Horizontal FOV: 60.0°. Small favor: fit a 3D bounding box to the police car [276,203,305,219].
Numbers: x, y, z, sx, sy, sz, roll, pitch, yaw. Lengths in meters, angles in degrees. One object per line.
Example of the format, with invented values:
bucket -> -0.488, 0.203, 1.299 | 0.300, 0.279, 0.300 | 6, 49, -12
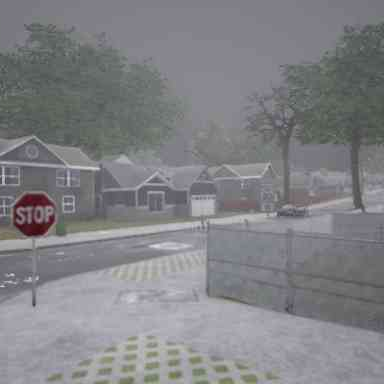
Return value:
police car -> 10.883, 2.011, 36.694 | 1.930, 1.638, 5.238 | -2, -1, 36
